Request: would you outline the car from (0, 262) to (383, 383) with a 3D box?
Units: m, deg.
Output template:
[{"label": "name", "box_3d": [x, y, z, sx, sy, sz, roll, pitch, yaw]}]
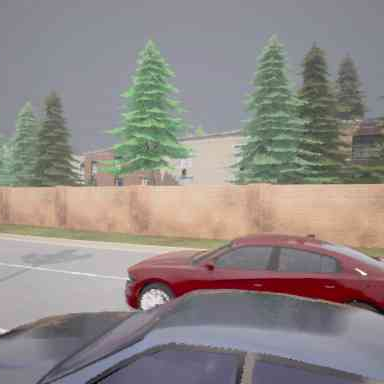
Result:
[{"label": "car", "box_3d": [0.344, 1.548, 2.450, 5.357, 1.411, 2.033, 0, 0, 19]}]

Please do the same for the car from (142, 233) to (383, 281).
[{"label": "car", "box_3d": [1.235, 1.477, 5.884, 5.008, 1.535, 1.882, 0, 0, 19]}]
